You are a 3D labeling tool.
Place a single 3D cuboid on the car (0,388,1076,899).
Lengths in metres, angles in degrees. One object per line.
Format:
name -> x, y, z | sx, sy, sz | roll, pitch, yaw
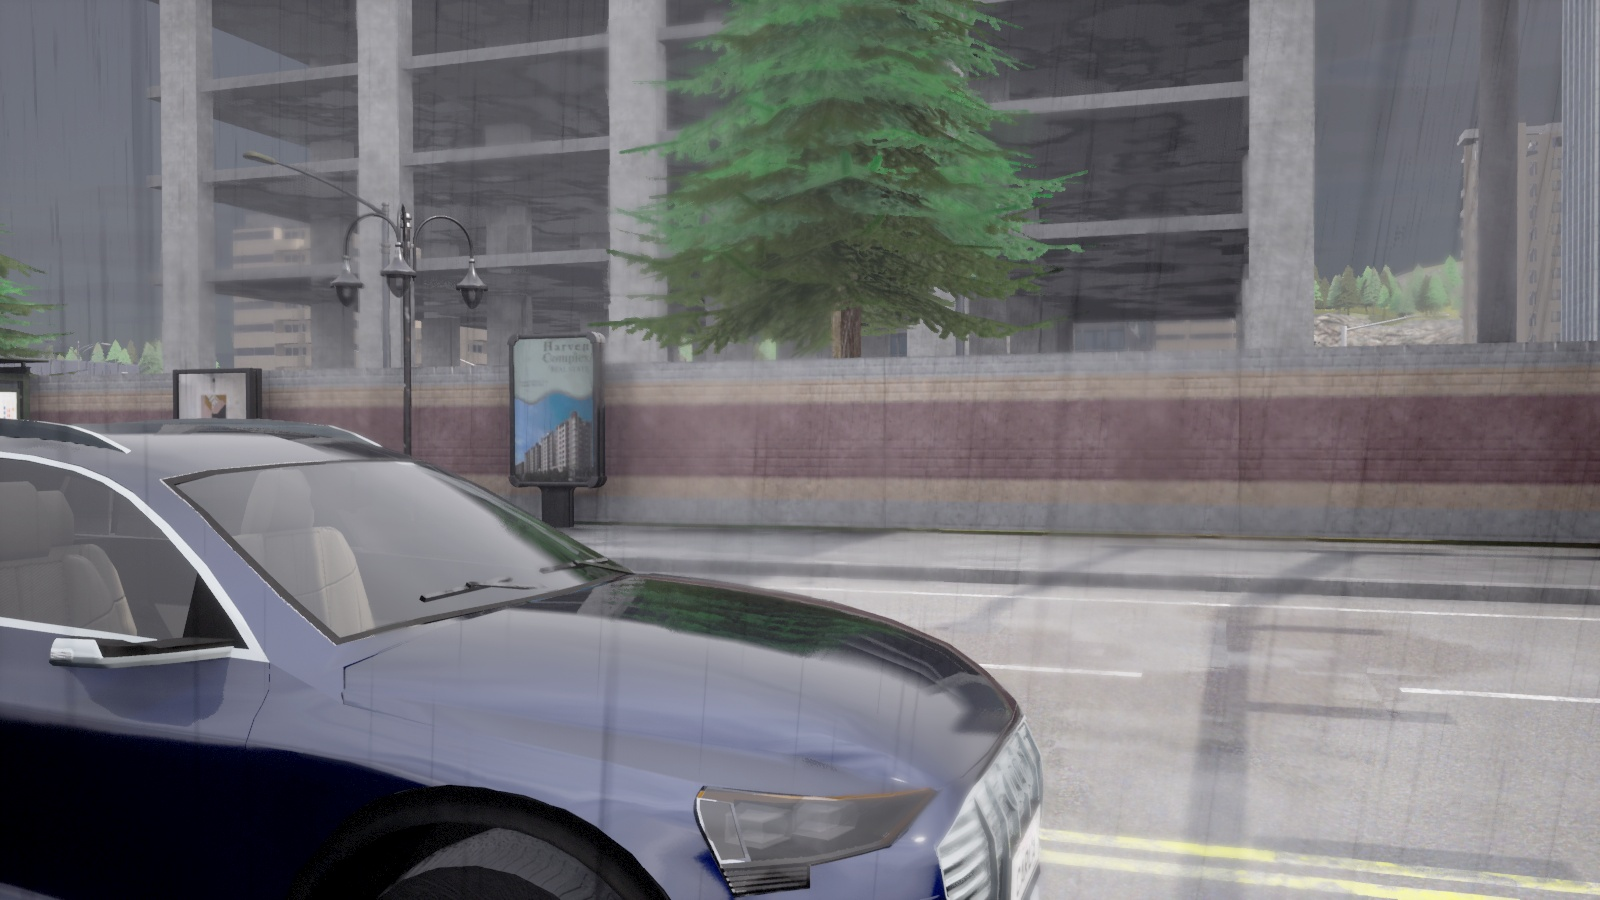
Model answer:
car -> -1.758, 0.689, 3.783 | 4.856, 1.649, 2.033 | 1, 1, 19
